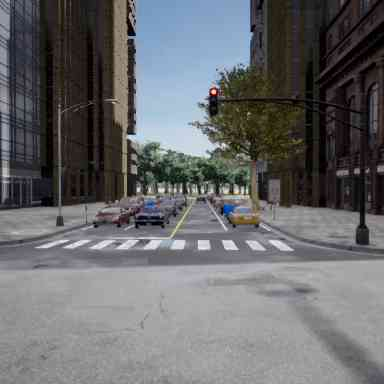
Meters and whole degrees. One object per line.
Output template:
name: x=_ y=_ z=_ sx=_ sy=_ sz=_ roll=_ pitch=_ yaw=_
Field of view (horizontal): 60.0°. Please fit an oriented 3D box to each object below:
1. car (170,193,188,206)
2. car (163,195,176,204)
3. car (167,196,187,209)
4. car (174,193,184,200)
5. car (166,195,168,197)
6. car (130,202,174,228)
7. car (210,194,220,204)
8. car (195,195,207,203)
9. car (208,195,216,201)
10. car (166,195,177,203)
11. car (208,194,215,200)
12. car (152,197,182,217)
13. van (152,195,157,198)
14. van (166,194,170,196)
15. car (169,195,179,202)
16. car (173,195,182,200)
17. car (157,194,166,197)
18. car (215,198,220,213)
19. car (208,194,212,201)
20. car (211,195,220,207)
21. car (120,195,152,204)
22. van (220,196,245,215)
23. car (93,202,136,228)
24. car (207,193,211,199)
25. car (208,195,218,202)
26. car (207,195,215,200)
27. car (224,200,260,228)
car: x=-1.744 y=1.277 z=50.634 sx=2.097 sy=1.767 sz=4.553 roll=0 pitch=0 yaw=2
car: x=-4.187 y=1.336 z=61.702 sx=1.967 sy=1.590 sz=4.097 roll=0 pitch=0 yaw=1
car: x=-2.032 y=1.551 z=40.530 sx=1.895 sy=1.301 sz=4.718 roll=0 pitch=0 yaw=2
car: x=-3.477 y=1.128 z=90.091 sx=2.192 sy=1.841 sz=5.009 roll=0 pitch=0 yaw=1
car: x=-4.612 y=1.491 z=44.669 sx=2.008 sy=1.369 sz=4.403 roll=-1 pitch=0 yaw=1
car: x=-2.508 y=1.584 z=21.887 sx=1.895 sy=1.301 sz=4.718 roll=0 pitch=0 yaw=2
car: x=4.053 y=1.471 z=50.140 sx=1.887 sy=1.381 sz=4.507 roll=-1 pitch=0 yaw=1
car: x=1.791 y=1.389 z=65.894 sx=1.837 sy=1.490 sz=4.892 roll=0 pitch=0 yaw=1
car: x=4.764 y=1.429 z=78.527 sx=1.802 sy=1.307 sz=4.206 roll=0 pitch=0 yaw=1
car: x=-4.044 y=1.425 z=67.380 sx=1.887 sy=1.381 sz=4.507 roll=0 pitch=0 yaw=1
car: x=4.909 y=1.355 z=84.374 sx=1.752 sy=1.417 sz=4.829 roll=0 pitch=0 yaw=1
car: x=-2.269 y=1.474 z=31.223 sx=1.837 sy=1.490 sz=4.892 roll=0 pitch=0 yaw=2
van: x=-4.899 y=1.306 z=33.313 sx=1.690 sy=1.788 sz=3.998 roll=-1 pitch=0 yaw=1
van: x=-4.330 y=1.252 z=56.024 sx=1.690 sy=1.788 sz=3.998 roll=0 pitch=0 yaw=1
car: x=-3.901 y=1.446 z=73.058 sx=1.802 sy=1.307 sz=4.206 roll=0 pitch=0 yaw=1
car: x=-3.617 y=1.375 z=84.414 sx=1.887 sy=1.381 sz=4.507 roll=0 pitch=0 yaw=1
car: x=-4.757 y=1.269 z=38.991 sx=2.192 sy=1.841 sz=5.009 roll=-1 pitch=0 yaw=1
car: x=3.626 y=1.531 z=33.108 sx=1.947 sy=1.339 sz=4.313 roll=-1 pitch=0 yaw=1
car: x=4.195 y=1.462 z=55.817 sx=2.008 sy=1.369 sz=4.403 roll=-1 pitch=0 yaw=1
car: x=3.915 y=1.465 z=44.633 sx=1.752 sy=1.417 sz=4.829 roll=-1 pitch=0 yaw=1
car: x=-5.042 y=1.290 z=27.635 sx=2.192 sy=1.841 sz=5.009 roll=-1 pitch=0 yaw=1
van: x=3.482 y=1.316 z=27.430 sx=1.690 sy=1.788 sz=3.998 roll=-1 pitch=0 yaw=1
car: x=-5.181 y=1.565 z=21.956 sx=1.802 sy=1.307 sz=4.206 roll=-1 pitch=0 yaw=1
car: x=4.335 y=1.211 z=61.494 sx=2.192 sy=1.841 sz=5.009 roll=-1 pitch=0 yaw=1
car: x=4.621 y=1.415 z=72.849 sx=2.008 sy=1.369 sz=4.403 roll=0 pitch=0 yaw=1
car: x=5.048 y=1.379 z=89.881 sx=1.947 sy=1.339 sz=4.313 roll=0 pitch=0 yaw=1
car: x=3.346 y=1.508 z=21.922 sx=1.752 sy=1.417 sz=4.829 roll=-1 pitch=0 yaw=1
